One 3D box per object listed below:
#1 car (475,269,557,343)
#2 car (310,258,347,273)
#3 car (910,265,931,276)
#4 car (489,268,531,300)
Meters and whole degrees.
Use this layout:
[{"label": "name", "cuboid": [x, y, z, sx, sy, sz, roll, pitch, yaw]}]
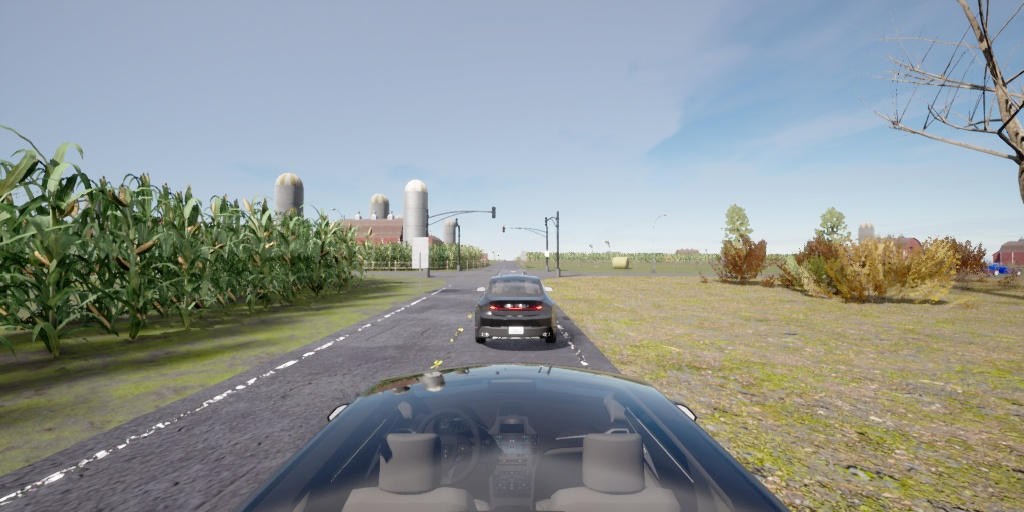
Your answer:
[{"label": "car", "cuboid": [0.080, 1.259, 9.672, 1.837, 1.490, 4.892, 0, 0, 0]}, {"label": "car", "cuboid": [-19.828, 0.931, 37.659, 4.553, 1.767, 2.097, 0, -1, -3]}, {"label": "car", "cuboid": [48.559, 1.768, 42.536, 4.181, 1.385, 1.994, 1, -1, -5]}, {"label": "car", "cuboid": [0.032, 1.360, 18.823, 1.895, 1.301, 4.718, 0, 0, 4]}]
